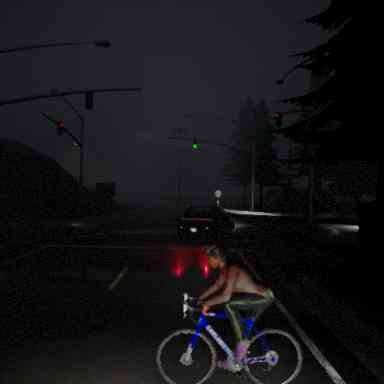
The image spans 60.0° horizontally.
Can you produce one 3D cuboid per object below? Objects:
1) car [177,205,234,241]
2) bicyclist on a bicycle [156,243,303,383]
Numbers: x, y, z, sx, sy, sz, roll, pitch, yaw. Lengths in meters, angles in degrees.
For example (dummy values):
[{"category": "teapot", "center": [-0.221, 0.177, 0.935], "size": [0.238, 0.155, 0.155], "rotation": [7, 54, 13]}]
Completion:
[{"category": "car", "center": [0.751, 1.392, 16.045], "size": [2.128, 1.511, 4.902], "rotation": [1, -1, 16]}, {"category": "bicyclist on a bicycle", "center": [0.421, 1.400, 3.712], "size": [1.656, 1.620, 0.582], "rotation": [0, 1, 0]}]
